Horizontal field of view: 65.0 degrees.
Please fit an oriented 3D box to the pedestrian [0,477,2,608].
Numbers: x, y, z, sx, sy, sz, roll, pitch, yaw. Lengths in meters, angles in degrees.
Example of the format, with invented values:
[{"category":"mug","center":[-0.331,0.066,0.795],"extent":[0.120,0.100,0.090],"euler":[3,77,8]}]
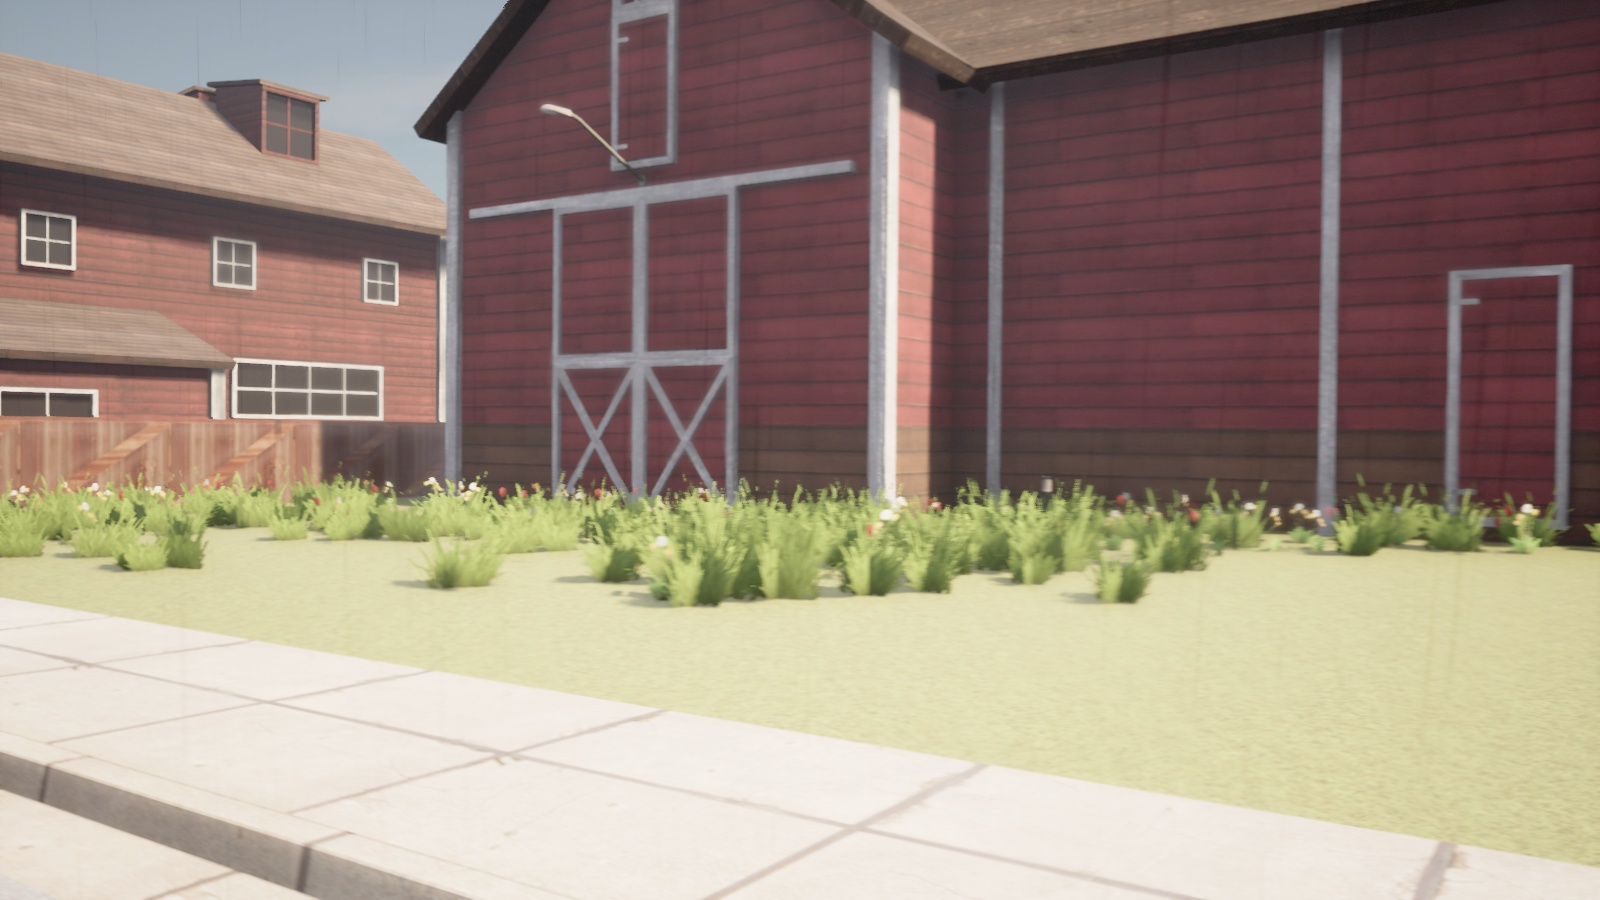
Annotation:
[{"category":"pedestrian","center":[-6.621,0.313,9.809],"extent":[0.726,1.835,0.370],"euler":[0,1,34]}]
